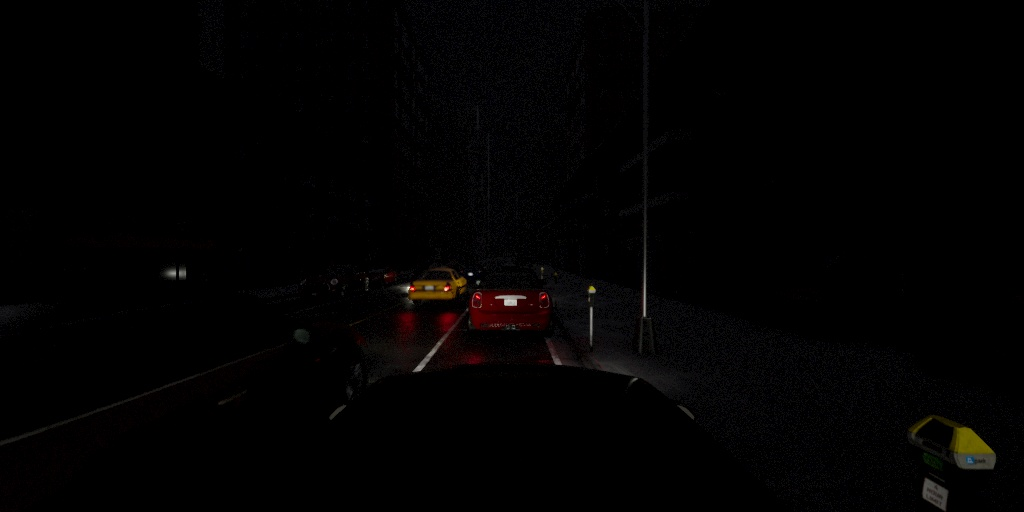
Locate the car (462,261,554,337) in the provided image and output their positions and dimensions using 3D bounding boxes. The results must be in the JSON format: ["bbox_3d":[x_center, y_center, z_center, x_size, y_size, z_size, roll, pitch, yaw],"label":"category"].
[{"bbox_3d":[-0.033,1.100,10.472,2.097,1.767,4.553,0,0,0],"label":"car"}]

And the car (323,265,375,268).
[{"bbox_3d":[-8.814,1.185,18.031,1.967,1.591,4.097,0,0,0],"label":"car"}]

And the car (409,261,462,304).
[{"bbox_3d":[-3.144,1.202,16.219,1.801,1.575,5.366,0,0,0],"label":"car"}]

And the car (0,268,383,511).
[{"bbox_3d":[-3.052,1.102,3.189,2.097,1.767,4.553,0,0,0],"label":"car"}]

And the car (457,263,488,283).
[{"bbox_3d":[-3.063,1.305,28.624,1.994,1.385,4.181,0,0,0],"label":"car"}]

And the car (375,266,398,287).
[{"bbox_3d":[-8.814,1.325,23.617,1.802,1.307,4.207,0,0,0],"label":"car"}]
